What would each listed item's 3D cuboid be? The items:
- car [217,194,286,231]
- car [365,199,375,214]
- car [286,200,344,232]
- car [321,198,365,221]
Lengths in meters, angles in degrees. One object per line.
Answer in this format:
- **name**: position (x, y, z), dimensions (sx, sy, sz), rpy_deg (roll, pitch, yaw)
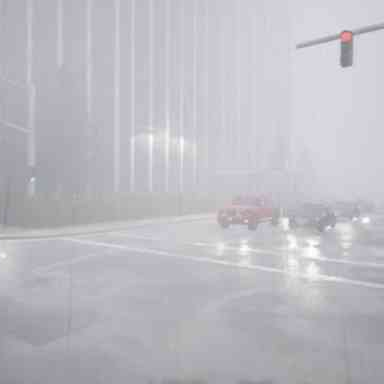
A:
- **car**: position (3.716, 1.164, 20.916), dimensions (2.150, 2.045, 5.566), rpy_deg (0, 0, 35)
- **car**: position (18.348, 1.456, 35.740), dimensions (2.128, 1.511, 4.902), rpy_deg (0, 0, 35)
- **car**: position (7.309, 1.457, 19.963), dimensions (2.128, 1.511, 4.902), rpy_deg (0, 0, 35)
- **car**: position (12.527, 1.457, 27.429), dimensions (2.128, 1.511, 4.902), rpy_deg (0, 0, 35)
